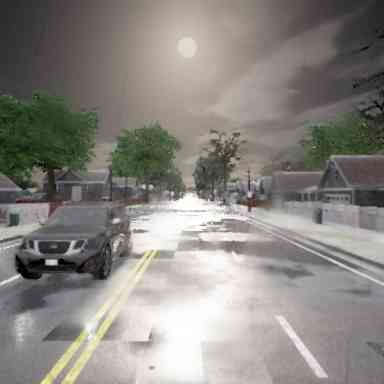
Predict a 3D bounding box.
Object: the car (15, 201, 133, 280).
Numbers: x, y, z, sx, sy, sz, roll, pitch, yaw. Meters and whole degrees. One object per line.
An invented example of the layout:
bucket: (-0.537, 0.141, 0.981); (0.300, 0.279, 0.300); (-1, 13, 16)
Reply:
car: (-3.347, 1.350, 10.698); (2.150, 2.045, 5.566); (0, -1, 0)
